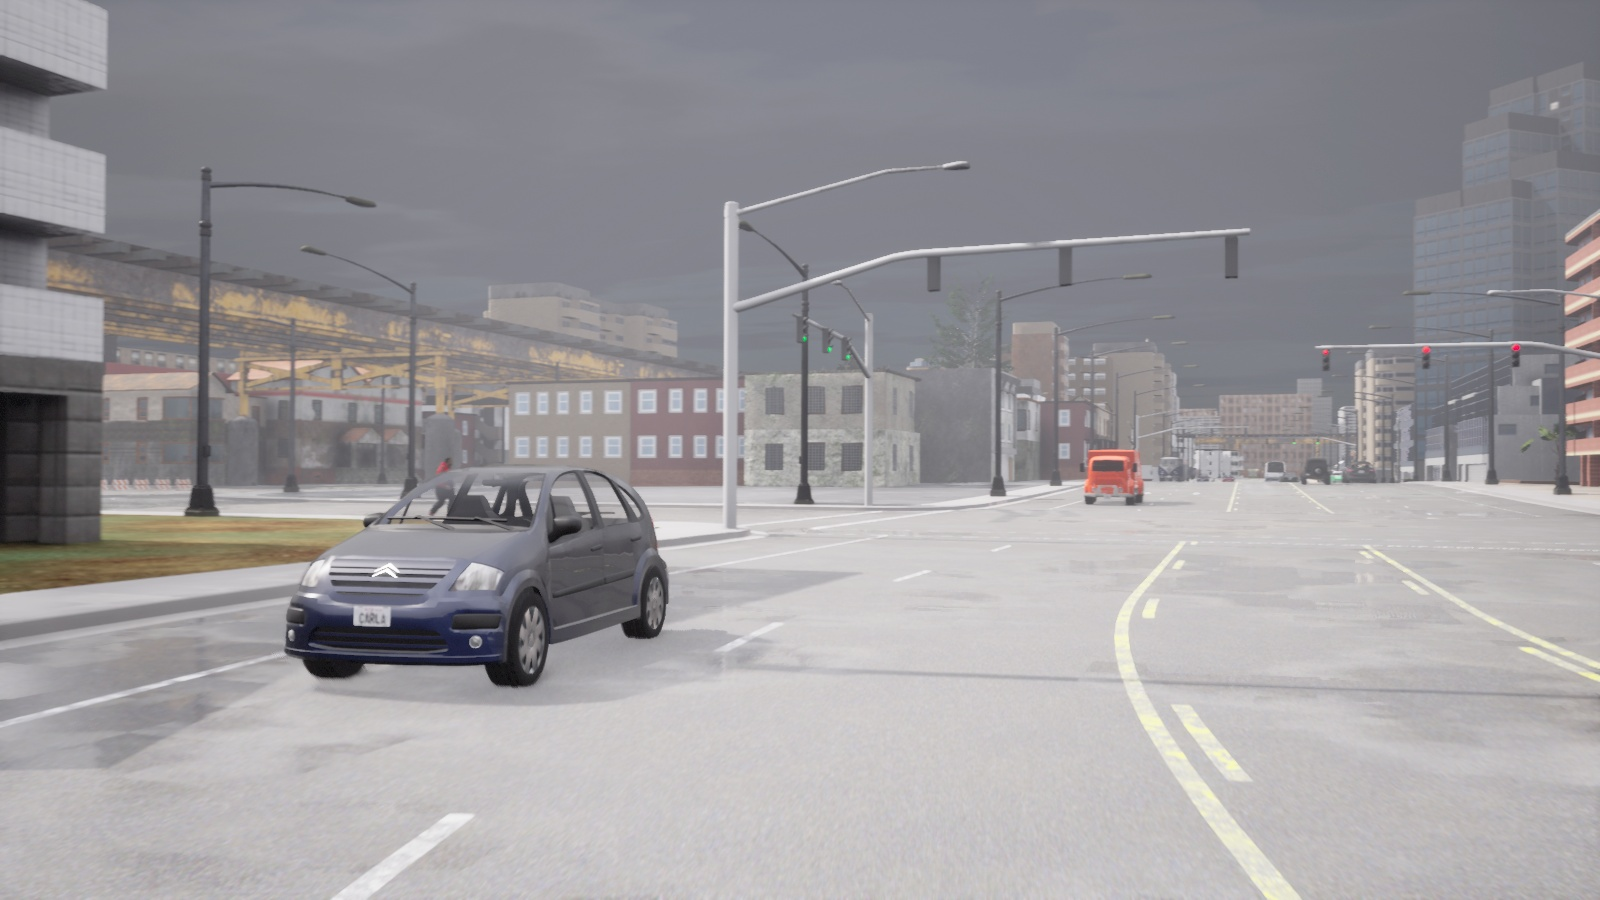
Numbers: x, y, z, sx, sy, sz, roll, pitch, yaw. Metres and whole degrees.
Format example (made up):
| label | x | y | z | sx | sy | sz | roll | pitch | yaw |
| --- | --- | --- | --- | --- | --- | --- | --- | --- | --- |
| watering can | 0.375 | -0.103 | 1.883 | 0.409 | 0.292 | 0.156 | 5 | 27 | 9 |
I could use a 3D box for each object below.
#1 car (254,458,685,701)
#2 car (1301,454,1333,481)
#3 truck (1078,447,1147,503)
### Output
| label | x | y | z | sx | sy | sz | roll | pitch | yaw |
| --- | --- | --- | --- | --- | --- | --- | --- | --- | --- |
| car | -2.462 | 0.896 | 10.496 | 1.851 | 1.617 | 3.988 | 0 | -1 | 13 |
| car | 37.388 | 1.238 | 90.911 | 1.905 | 1.878 | 3.866 | -1 | 0 | 20 |
| truck | 14.464 | 1.118 | 57.868 | 2.627 | 2.467 | 5.204 | -1 | 0 | 19 |
